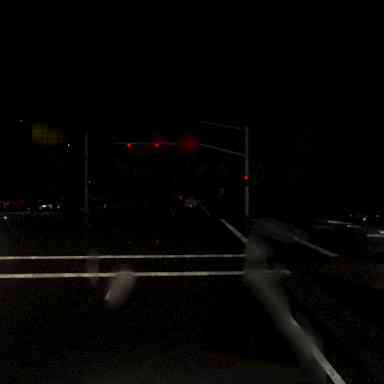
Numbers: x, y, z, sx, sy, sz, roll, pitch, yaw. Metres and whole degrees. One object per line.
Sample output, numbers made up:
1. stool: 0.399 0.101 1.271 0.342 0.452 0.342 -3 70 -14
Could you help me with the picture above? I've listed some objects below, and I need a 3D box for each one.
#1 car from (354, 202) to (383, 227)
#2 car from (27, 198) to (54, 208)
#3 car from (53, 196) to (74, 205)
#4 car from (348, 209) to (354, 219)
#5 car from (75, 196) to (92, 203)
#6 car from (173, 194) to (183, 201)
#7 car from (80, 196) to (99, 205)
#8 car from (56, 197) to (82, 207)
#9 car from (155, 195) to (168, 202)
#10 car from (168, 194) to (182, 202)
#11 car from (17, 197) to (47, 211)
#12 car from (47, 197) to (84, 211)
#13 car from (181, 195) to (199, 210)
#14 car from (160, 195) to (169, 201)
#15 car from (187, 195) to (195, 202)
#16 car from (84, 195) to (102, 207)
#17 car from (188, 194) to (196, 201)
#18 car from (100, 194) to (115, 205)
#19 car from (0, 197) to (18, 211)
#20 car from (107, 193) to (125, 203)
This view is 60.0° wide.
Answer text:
1. car: 13.562 1.488 21.398 4.902 1.511 2.128 0 0 0
2. car: -22.237 1.557 48.994 1.994 1.385 4.181 0 0 0
3. car: -22.231 1.517 57.735 1.812 1.442 4.674 0 0 0
4. car: 14.308 1.499 24.890 4.892 1.490 1.837 -1 0 1
5. car: -22.193 1.584 68.019 1.895 1.301 4.718 0 0 0
6. car: -3.486 1.284 84.424 2.097 1.767 4.553 0 0 1
7. car: -18.729 1.496 61.043 1.837 1.490 4.892 0 0 0
8. car: -18.742 1.540 50.928 2.033 1.411 5.357 0 0 0
9. car: -7.174 1.526 74.175 2.033 1.411 5.357 0 0 1
10. car: -3.671 1.540 74.595 1.994 1.385 4.181 0 0 1
11. car: -18.753 1.541 40.857 2.033 1.411 5.357 0 0 0
12. car: -15.215 1.486 40.307 2.128 1.511 4.902 0 0 0
13. car: -0.125 1.519 43.174 1.812 1.442 4.674 0 0 0
14. car: -6.984 1.453 84.536 1.812 1.442 4.674 0 0 1
15. car: -0.174 1.511 74.192 1.812 1.442 4.674 0 0 1
16. car: -15.236 1.557 49.210 1.994 1.385 4.181 0 0 0
17. car: 0.014 1.407 84.372 1.882 1.535 5.008 0 0 1
18. car: -15.242 1.555 57.620 1.994 1.385 4.181 0 0 0
19. car: -22.215 1.346 40.362 2.097 1.767 4.553 0 0 0
20. car: -15.195 1.215 68.101 2.150 2.045 5.566 0 0 0
